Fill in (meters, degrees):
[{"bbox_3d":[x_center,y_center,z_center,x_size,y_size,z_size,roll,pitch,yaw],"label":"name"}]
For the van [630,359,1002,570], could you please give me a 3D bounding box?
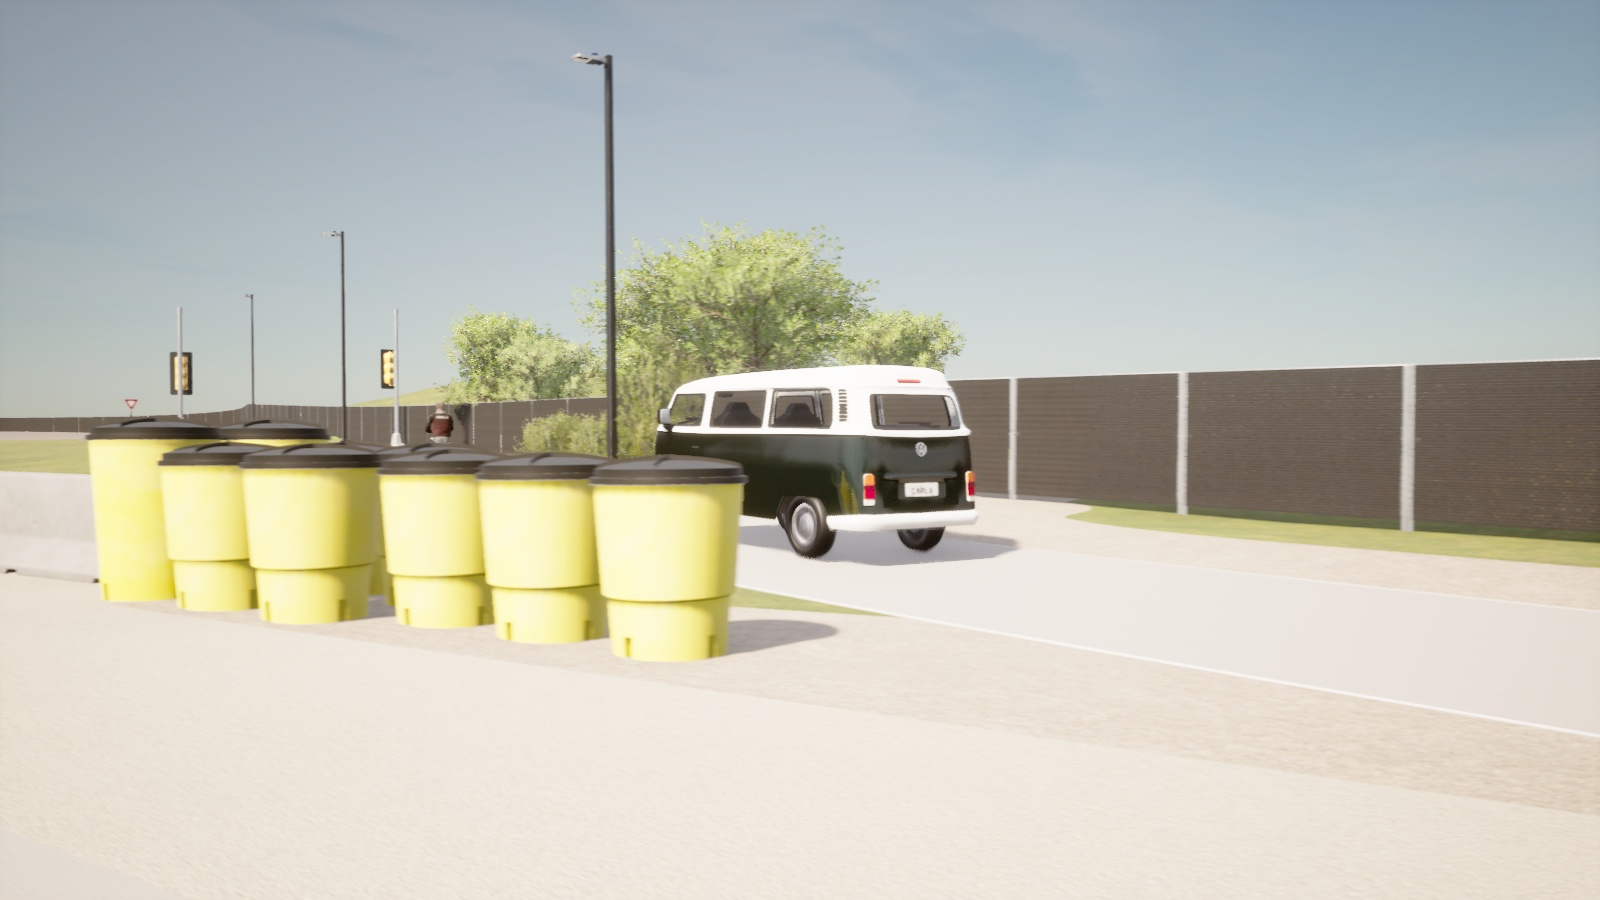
[{"bbox_3d":[0.004,0.082,14.564,2.069,2.038,4.480,-2,2,-35],"label":"van"}]
